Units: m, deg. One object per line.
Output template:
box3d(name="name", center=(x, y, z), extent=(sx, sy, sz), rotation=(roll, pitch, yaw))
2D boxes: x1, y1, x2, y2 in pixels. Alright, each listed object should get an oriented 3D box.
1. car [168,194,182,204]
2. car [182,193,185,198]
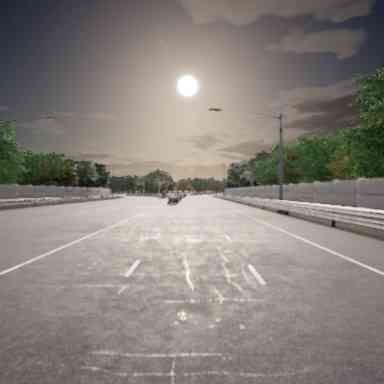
box3d(name="car", center=(-3.492, 1.411, 63.970), extent=(1.882, 1.535, 5.008), rotation=(0, 0, 0))
box3d(name="car", center=(-3.490, 1.265, 82.641), extent=(2.097, 1.767, 4.553), rotation=(0, 0, 0))
